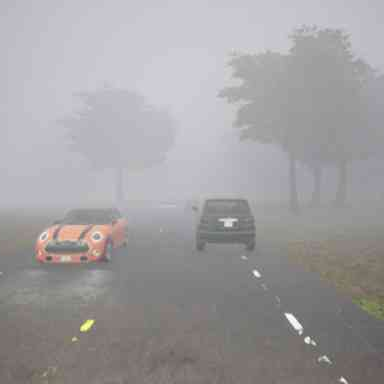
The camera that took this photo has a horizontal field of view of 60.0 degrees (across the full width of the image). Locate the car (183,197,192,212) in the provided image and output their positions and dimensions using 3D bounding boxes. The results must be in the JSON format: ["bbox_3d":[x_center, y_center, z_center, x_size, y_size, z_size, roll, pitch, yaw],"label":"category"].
[{"bbox_3d":[0.043,1.404,36.786,2.033,1.411,5.357,0,0,0],"label":"car"}]

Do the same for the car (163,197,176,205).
[{"bbox_3d":[-3.562,1.380,53.212,1.895,1.301,4.718,0,0,1],"label":"car"}]

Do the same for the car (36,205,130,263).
[{"bbox_3d":[-3.600,1.310,11.744,2.097,1.767,4.553,0,0,0],"label":"car"}]

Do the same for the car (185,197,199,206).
[{"bbox_3d":[0.002,1.393,50.495,1.895,1.301,4.718,0,0,0],"label":"car"}]

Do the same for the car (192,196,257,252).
[{"bbox_3d":[1.224,1.174,13.872,2.150,2.045,5.566,0,0,0],"label":"car"}]
